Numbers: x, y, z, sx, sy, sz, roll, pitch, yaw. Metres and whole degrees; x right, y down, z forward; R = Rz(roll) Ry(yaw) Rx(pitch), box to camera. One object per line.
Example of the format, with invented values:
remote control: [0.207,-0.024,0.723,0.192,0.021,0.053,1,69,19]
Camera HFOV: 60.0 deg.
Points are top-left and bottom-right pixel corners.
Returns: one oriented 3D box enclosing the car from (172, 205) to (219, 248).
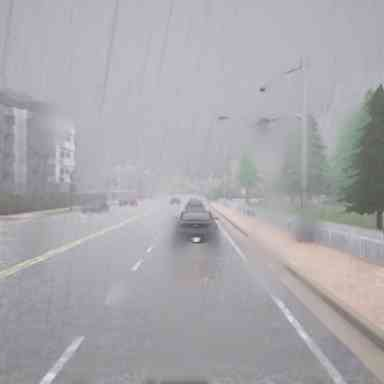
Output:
car: [0.174,1.538,14.874,1.837,1.490,4.892,0,0,0]

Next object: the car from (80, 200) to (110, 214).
car: [-10.434,1.619,36.421,2.033,1.411,5.357,0,0,2]

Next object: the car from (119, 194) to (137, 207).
car: [-10.259,1.329,53.836,2.150,2.045,5.566,0,0,1]

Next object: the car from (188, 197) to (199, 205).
car: [0.336,1.702,62.852,1.994,1.385,4.181,0,0,0]

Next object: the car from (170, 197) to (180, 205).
car: [-3.164,1.640,62.871,1.837,1.490,4.892,0,0,0]

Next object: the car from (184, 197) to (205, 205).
car: [0.268,1.562,32.043,2.128,1.511,4.902,0,0,0]
